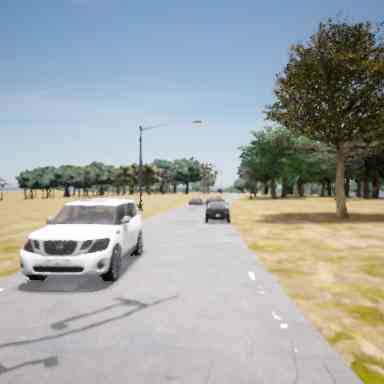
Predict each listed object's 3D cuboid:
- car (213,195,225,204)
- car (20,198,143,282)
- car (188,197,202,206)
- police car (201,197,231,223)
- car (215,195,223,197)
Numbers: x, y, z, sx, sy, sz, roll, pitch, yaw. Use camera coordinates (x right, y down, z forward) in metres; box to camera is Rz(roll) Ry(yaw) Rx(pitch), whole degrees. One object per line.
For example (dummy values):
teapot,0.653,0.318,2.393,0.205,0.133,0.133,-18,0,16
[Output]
car,5.029,1.334,61.731,1.882,1.535,5.008,0,0,9
car,-2.911,1.233,10.170,2.150,2.045,5.566,0,0,2
car,0.621,1.480,52.401,1.994,1.385,4.181,0,0,8
police car,1.980,1.433,25.870,1.930,1.638,5.238,0,0,4
car,3.089,1.428,47.365,1.882,1.535,5.008,0,0,8
